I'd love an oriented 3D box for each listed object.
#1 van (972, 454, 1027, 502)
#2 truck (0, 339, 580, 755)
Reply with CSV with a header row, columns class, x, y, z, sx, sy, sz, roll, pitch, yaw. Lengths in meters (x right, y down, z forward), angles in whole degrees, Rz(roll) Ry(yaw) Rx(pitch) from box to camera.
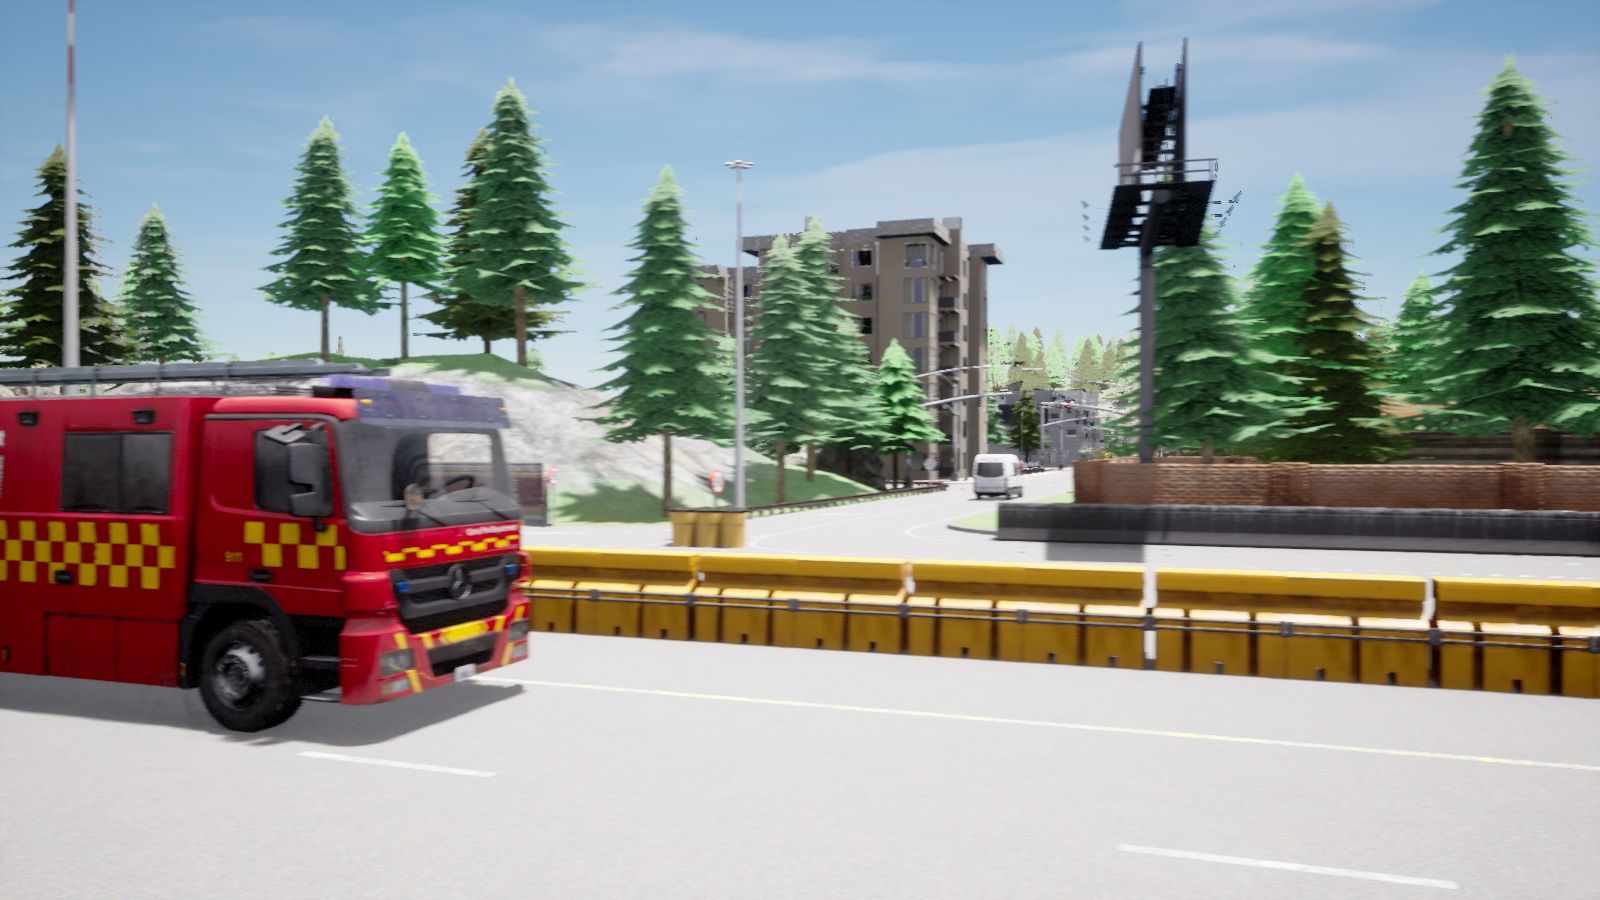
class,x,y,z,sx,sy,sz,roll,pitch,yaw
van,11.404,1.513,65.059,1.988,2.561,5.915,0,0,21
truck,-7.015,0.890,13.307,8.468,3.827,2.891,0,0,20
